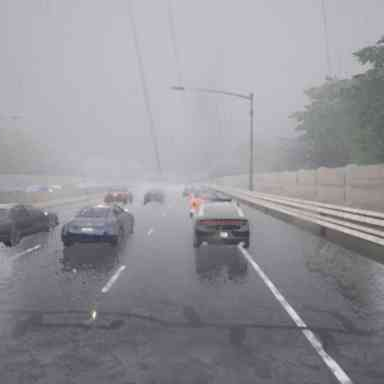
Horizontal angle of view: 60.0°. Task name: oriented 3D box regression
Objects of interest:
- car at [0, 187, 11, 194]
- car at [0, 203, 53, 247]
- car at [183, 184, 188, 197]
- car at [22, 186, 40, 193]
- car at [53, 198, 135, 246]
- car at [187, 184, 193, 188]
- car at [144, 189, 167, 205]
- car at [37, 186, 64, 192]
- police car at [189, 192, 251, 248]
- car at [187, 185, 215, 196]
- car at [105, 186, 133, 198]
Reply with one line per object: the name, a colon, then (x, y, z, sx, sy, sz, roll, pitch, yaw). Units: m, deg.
car: (-24.884, 0.114, 42.173, 1.812, 1.442, 4.674, 0, 2, 0)
car: (-6.988, 1.146, 12.777, 2.033, 1.411, 5.357, 0, 2, 0)
car: (-0.329, -0.052, 47.729, 1.994, 1.385, 4.181, 0, 2, 0)
car: (-21.403, -0.057, 45.458, 1.882, 1.535, 5.008, 0, 2, 0)
car: (-3.490, 1.156, 13.032, 1.994, 1.385, 4.181, 0, 2, 0)
car: (0.850, 0.432, 28.612, 2.097, 1.767, 4.553, 0, 2, 0)
car: (-3.632, 0.425, 33.181, 1.837, 1.490, 4.892, 0, 2, 0)
car: (-17.895, 0.140, 43.523, 1.895, 1.301, 4.718, 0, 2, 0)
police car: (0.962, 1.026, 12.765, 1.930, 1.638, 5.238, 0, 2, 0)
car: (0.892, 0.634, 22.616, 2.097, 1.767, 4.553, 0, 2, 0)
car: (-7.130, 0.283, 32.842, 2.097, 1.767, 4.553, 0, 2, 0)
